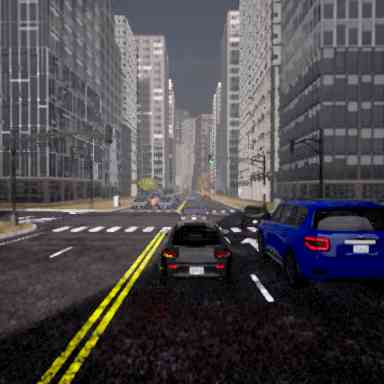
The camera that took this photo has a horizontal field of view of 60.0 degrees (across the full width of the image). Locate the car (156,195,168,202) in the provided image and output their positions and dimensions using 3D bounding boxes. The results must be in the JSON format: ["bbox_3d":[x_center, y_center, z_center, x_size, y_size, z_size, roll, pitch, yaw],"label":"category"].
[{"bbox_3d":[-6.485,1.451,72.462,2.033,1.411,5.357,0,0,0],"label":"car"}]

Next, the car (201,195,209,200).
[{"bbox_3d":[3.269,1.410,85.979,1.812,1.442,4.674,0,0,0],"label":"car"}]

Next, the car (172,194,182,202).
[{"bbox_3d":[-3.235,1.265,73.356,2.097,1.767,4.553,0,0,0],"label":"car"}]

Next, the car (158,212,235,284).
[{"bbox_3d":[0.101,1.517,9.443,1.812,1.442,4.674,0,0,0],"label":"car"}]

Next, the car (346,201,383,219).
[{"bbox_3d":[16.924,1.601,30.121,4.902,1.511,2.128,1,1,1],"label":"car"}]

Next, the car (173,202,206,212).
[{"bbox_3d":[0.111,1.592,21.414,2.033,1.411,5.357,0,-1,0],"label":"car"}]

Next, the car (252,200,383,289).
[{"bbox_3d":[3.351,1.214,9.271,2.150,2.045,5.566,0,0,0],"label":"car"}]

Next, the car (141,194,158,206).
[{"bbox_3d":[-6.574,1.295,52.453,2.097,1.767,4.553,0,0,0],"label":"car"}]

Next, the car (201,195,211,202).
[{"bbox_3d":[3.267,1.383,75.962,1.882,1.535,5.008,0,0,0],"label":"car"}]

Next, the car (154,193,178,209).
[{"bbox_3d":[-3.335,1.307,43.859,2.097,1.767,4.553,0,0,0],"label":"car"}]

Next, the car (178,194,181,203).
[{"bbox_3d":[-3.322,1.489,53.331,2.033,1.411,5.357,0,0,0],"label":"car"}]

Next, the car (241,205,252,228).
[{"bbox_3d":[4.370,1.575,22.126,1.837,1.490,4.892,-1,-2,15],"label":"car"}]

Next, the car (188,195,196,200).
[{"bbox_3d":[0.019,1.437,86.677,1.994,1.385,4.181,0,0,0],"label":"car"}]

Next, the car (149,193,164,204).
[{"bbox_3d":[-6.517,1.150,61.981,2.150,2.045,5.566,0,0,1],"label":"car"}]

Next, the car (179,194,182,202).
[{"bbox_3d":[-3.255,1.490,63.299,1.994,1.385,4.181,0,0,1],"label":"car"}]

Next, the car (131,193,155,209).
[{"bbox_3d":[-6.617,1.307,43.815,2.097,1.767,4.553,0,0,1],"label":"car"}]

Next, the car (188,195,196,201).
[{"bbox_3d":[0.017,1.443,76.781,2.033,1.411,5.357,0,0,0],"label":"car"}]
